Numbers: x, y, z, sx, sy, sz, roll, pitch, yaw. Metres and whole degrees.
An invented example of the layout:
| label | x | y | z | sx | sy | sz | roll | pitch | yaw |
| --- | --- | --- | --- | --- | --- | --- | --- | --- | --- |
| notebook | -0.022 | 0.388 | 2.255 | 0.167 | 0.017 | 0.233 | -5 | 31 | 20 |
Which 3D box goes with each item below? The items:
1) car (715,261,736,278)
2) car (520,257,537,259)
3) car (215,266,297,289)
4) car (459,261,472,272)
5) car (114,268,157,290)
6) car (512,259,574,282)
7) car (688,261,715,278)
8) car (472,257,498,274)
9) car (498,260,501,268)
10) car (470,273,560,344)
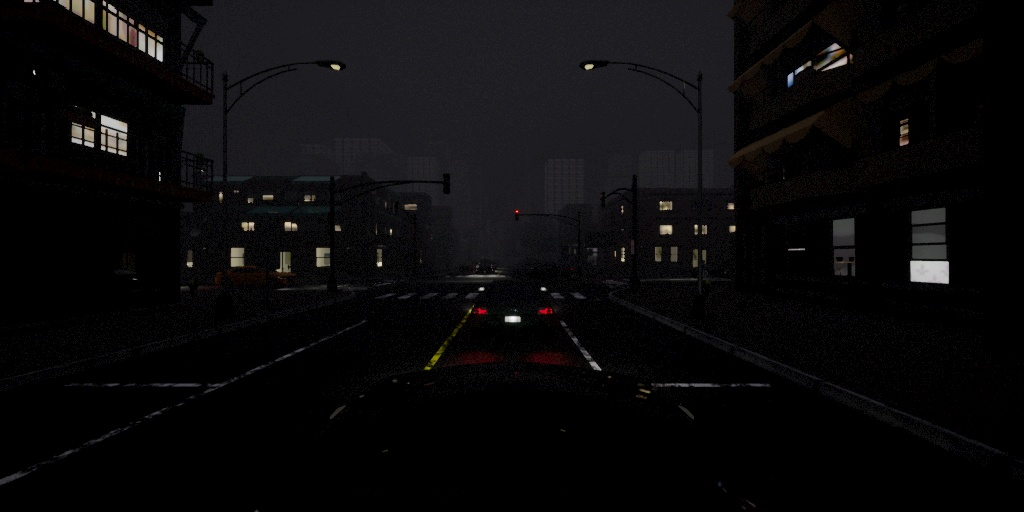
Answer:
| label | x | y | z | sx | sy | sz | roll | pitch | yaw |
| --- | --- | --- | --- | --- | --- | --- | --- | --- | --- |
| car | 19.271 | 1.011 | 28.244 | 4.902 | 1.511 | 2.128 | -1 | 0 | 0 |
| car | 2.735 | 1.092 | 52.039 | 2.192 | 1.841 | 5.009 | 0 | 0 | 0 |
| car | -17.776 | 1.420 | 25.055 | 5.008 | 1.535 | 1.882 | -1 | 0 | 0 |
| car | -5.738 | 1.316 | 46.525 | 1.888 | 1.381 | 4.507 | 0 | 0 | 0 |
| car | -27.688 | 1.586 | 25.059 | 4.674 | 1.442 | 1.812 | -1 | 0 | 0 |
| car | 2.370 | 1.250 | 28.246 | 4.902 | 1.511 | 2.128 | 0 | 0 | 0 |
| car | 17.522 | 1.113 | 30.832 | 4.313 | 1.339 | 1.948 | 0 | 0 | 0 |
| car | -3.001 | 1.117 | 40.711 | 2.097 | 1.767 | 4.553 | 0 | 0 | -2 |
| car | -3.049 | 1.323 | 50.990 | 2.033 | 1.411 | 5.357 | 0 | 0 | 0 |
| car | 0.016 | 1.315 | 9.647 | 1.994 | 1.385 | 4.181 | 0 | 0 | 0 |
